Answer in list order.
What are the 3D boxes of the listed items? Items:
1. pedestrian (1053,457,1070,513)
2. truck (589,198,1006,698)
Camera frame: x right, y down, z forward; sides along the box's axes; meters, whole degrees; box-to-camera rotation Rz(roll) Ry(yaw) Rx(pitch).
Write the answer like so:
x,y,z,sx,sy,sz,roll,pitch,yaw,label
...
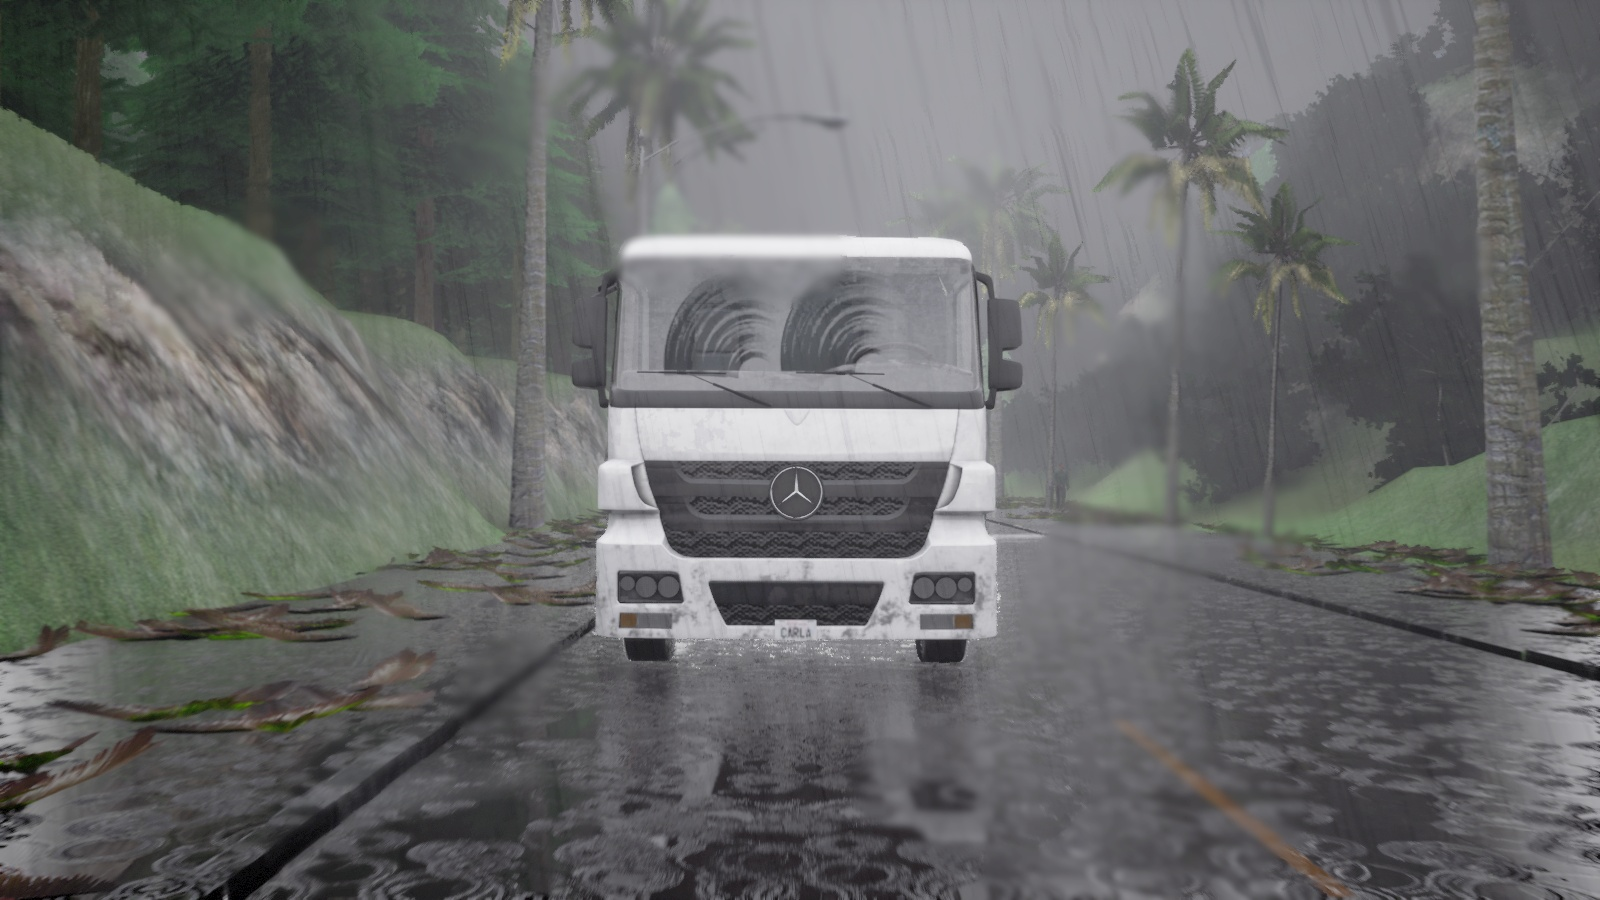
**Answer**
x,y,z,sx,sy,sz,roll,pitch,yaw,label
9.228,1.219,44.310,0.423,1.949,0.788,0,-1,0,pedestrian
-0.031,0.045,12.697,2.891,3.462,7.936,0,-1,0,truck
